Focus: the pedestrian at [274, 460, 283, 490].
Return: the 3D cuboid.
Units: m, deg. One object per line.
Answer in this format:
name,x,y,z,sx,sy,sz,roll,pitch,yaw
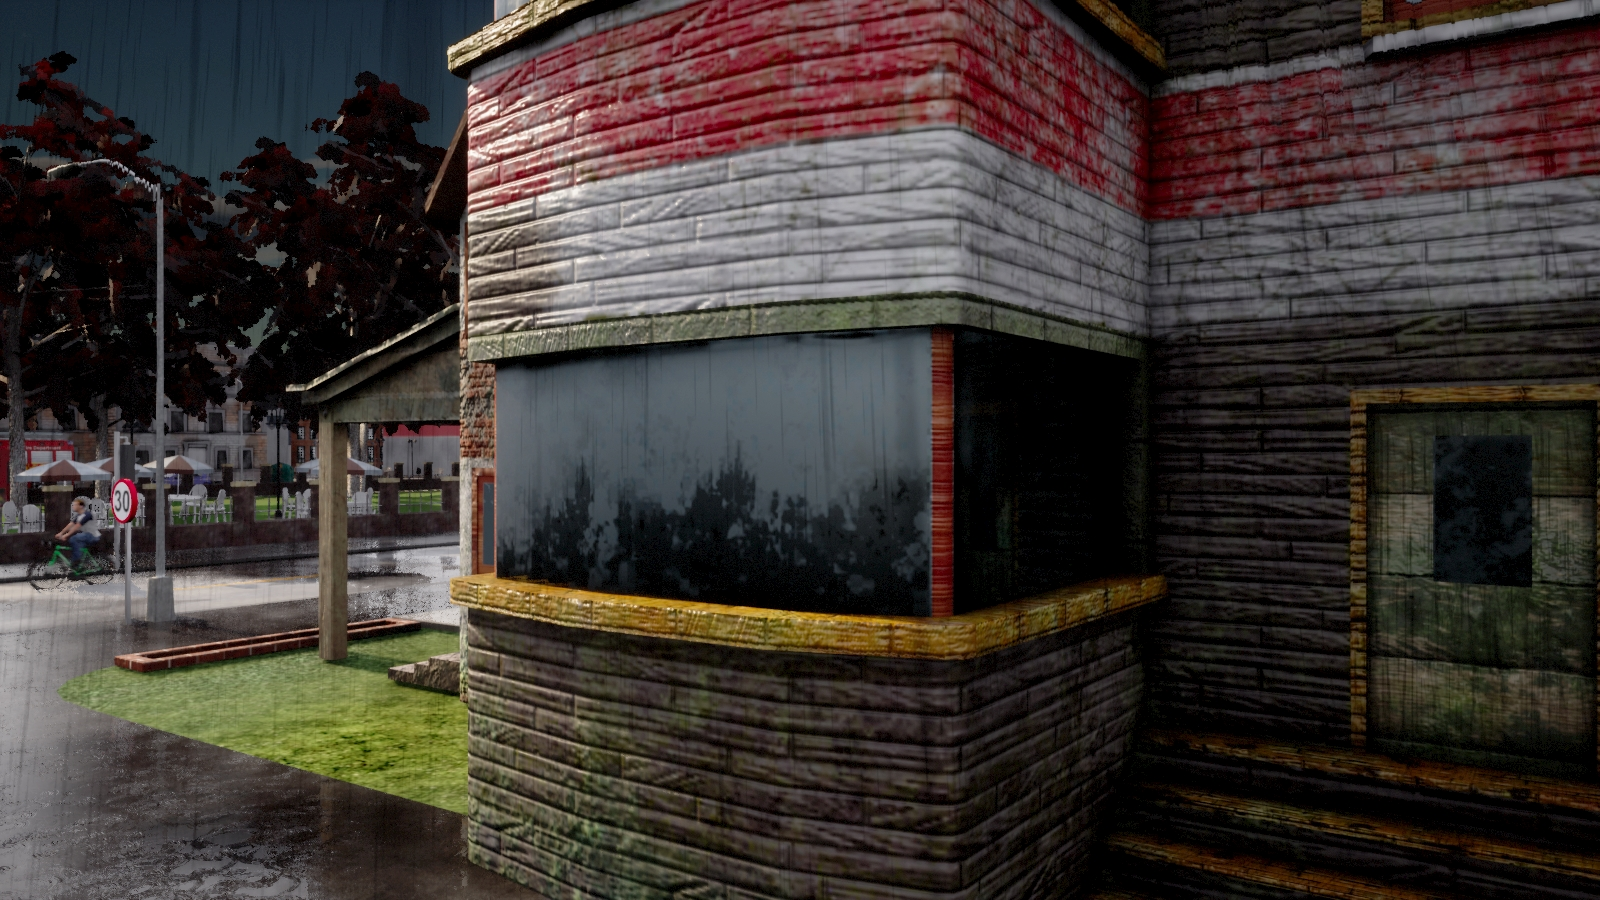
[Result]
pedestrian,-31.814,1.524,69.689,0.375,1.860,0.375,0,0,39
